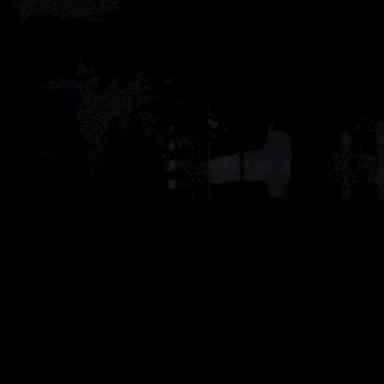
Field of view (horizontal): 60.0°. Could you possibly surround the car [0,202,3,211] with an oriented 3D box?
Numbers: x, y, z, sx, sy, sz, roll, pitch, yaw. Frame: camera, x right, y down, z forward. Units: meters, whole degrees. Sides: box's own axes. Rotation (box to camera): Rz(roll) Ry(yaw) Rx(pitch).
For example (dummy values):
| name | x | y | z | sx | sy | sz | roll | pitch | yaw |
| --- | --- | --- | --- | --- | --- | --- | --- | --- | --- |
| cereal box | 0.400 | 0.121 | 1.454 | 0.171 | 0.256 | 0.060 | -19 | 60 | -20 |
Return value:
| name | x | y | z | sx | sy | sz | roll | pitch | yaw |
| --- | --- | --- | --- | --- | --- | --- | --- | --- | --- |
| car | -26.451 | 1.574 | 42.543 | 2.097 | 1.767 | 4.553 | 0 | 0 | 4 |
